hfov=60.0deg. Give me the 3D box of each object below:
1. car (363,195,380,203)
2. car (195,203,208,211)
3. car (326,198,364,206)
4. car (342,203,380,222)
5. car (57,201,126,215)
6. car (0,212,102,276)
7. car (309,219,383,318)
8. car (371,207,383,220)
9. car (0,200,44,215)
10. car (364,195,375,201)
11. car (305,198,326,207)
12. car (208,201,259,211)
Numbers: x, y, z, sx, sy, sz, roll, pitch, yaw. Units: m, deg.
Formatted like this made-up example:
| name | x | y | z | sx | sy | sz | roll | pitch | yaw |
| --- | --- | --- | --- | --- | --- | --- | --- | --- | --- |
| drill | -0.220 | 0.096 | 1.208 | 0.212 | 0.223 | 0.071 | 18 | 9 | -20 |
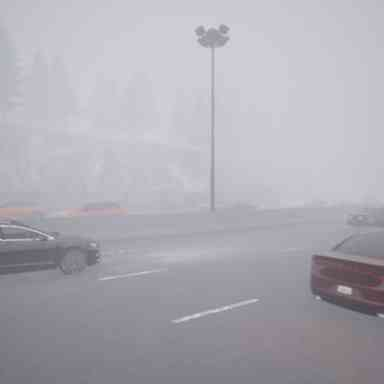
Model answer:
| name | x | y | z | sx | sy | sz | roll | pitch | yaw |
| --- | --- | --- | --- | --- | --- | --- | --- | --- | --- |
| car | 32.601 | 1.492 | 60.529 | 2.150 | 2.045 | 5.566 | 0 | 0 | 40 |
| car | 2.716 | 1.733 | 41.074 | 4.718 | 1.301 | 1.895 | 0 | 0 | -39 |
| car | 18.807 | 1.773 | 40.821 | 4.718 | 1.301 | 1.895 | 0 | 0 | -41 |
| car | 12.046 | 1.643 | 21.423 | 5.357 | 1.411 | 2.033 | 0 | 0 | -38 |
| car | -6.452 | 1.399 | 20.959 | 4.553 | 1.767 | 2.097 | 0 | 0 | -36 |
| car | -4.923 | 1.507 | 8.840 | 4.902 | 1.511 | 2.128 | 0 | 0 | -36 |
| car | 4.575 | 1.511 | 7.092 | 5.008 | 1.535 | 1.882 | 0 | 0 | -36 |
| car | 10.924 | 1.583 | 16.174 | 4.892 | 1.490 | 1.837 | 0 | 0 | -37 |
| car | -13.375 | 1.393 | 24.580 | 4.553 | 1.767 | 2.097 | 0 | 0 | -36 |
| car | 44.479 | 1.507 | 83.440 | 2.128 | 1.511 | 4.902 | 0 | 0 | 31 |
| car | 19.057 | 1.696 | 50.933 | 4.902 | 1.511 | 2.128 | 0 | 0 | -44 |
| car | 4.540 | 1.662 | 33.596 | 5.357 | 1.411 | 2.033 | 0 | 0 | -38 |
